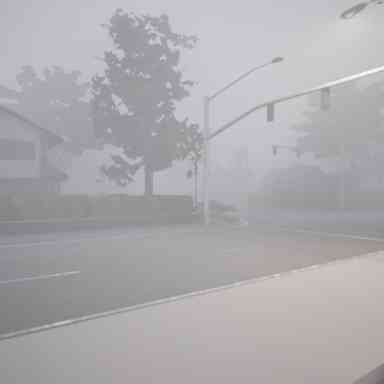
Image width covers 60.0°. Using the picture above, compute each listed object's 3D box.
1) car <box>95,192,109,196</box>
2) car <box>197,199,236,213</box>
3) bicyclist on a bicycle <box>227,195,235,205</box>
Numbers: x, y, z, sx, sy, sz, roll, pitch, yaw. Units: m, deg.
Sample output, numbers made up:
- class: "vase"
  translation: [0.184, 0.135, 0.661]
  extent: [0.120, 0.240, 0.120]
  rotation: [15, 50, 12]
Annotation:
- class: "car"
  translation: [-20.384, 1.041, 75.289]
  extent: [2.150, 2.045, 5.566]
  rotation: [0, 0, -36]
- class: "car"
  translation: [2.654, 1.541, 37.914]
  extent: [2.033, 1.411, 5.357]
  rotation: [0, 0, -36]
- class: "bicyclist on a bicycle"
  translation: [5.943, 1.294, 51.133]
  extent: [1.656, 1.620, 0.582]
  rotation: [0, 0, -36]
